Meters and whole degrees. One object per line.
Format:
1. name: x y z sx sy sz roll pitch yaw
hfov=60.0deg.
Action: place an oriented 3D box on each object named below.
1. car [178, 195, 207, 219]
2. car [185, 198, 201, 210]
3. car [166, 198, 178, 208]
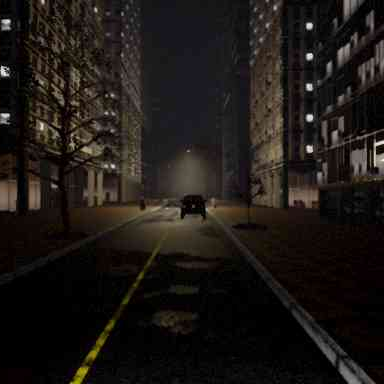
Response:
1. car: 0.118 1.248 29.458 2.150 2.045 5.566 0 0 0
2. car: 0.106 1.602 44.984 1.994 1.385 4.181 0 0 0
3. car: -2.822 1.590 50.030 2.033 1.411 5.357 0 0 0
